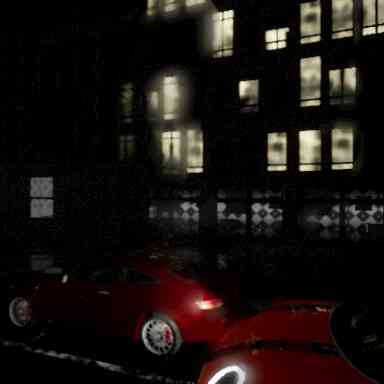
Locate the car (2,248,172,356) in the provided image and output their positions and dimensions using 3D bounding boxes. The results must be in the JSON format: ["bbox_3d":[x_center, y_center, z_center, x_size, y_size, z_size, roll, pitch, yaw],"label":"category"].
[{"bbox_3d":[-1.249,1.647,5.726,4.206,1.307,1.802,0,-1,22],"label":"car"}]

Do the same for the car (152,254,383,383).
[{"bbox_3d":[2.248,1.397,2.413,4.553,1.767,2.097,0,-1,22],"label":"car"}]
